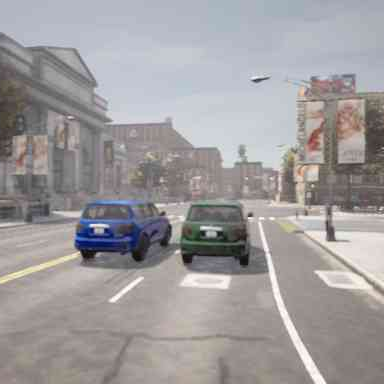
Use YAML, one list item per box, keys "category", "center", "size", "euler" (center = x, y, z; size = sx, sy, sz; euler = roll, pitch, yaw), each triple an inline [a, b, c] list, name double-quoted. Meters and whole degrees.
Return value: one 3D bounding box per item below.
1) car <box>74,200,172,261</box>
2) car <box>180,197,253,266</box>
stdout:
- category: "car"
  center: [-2.392, 1.325, 12.951]
  size: [2.150, 2.045, 5.566]
  euler: [0, 0, 11]
- category: "car"
  center: [1.051, 1.337, 12.317]
  size: [2.150, 2.045, 5.566]
  euler: [0, 0, 10]
